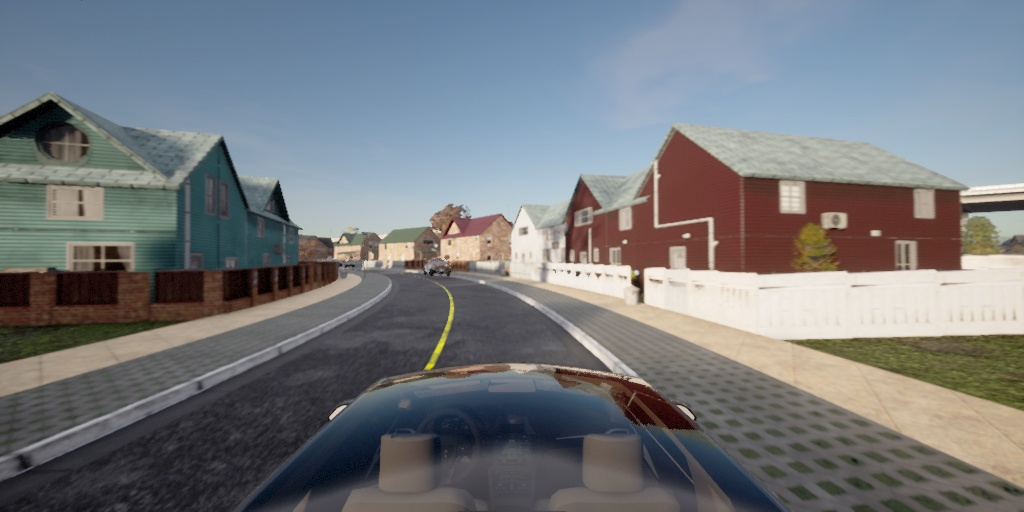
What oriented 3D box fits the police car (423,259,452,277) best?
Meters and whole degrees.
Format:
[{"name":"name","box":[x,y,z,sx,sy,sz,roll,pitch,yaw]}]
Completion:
[{"name":"police car","box":[-7.398,1.129,35.131,2.038,1.542,4.974,0,0,-24]}]
